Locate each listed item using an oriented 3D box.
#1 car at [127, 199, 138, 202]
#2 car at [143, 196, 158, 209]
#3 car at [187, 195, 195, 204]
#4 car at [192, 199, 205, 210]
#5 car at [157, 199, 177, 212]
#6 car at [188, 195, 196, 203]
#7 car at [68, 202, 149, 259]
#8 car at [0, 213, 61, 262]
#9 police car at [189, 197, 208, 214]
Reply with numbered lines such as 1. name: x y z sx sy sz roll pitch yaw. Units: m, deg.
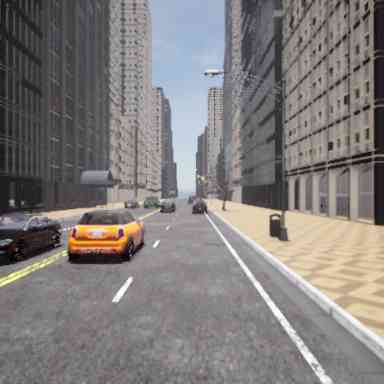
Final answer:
1. car: -9.806 1.971 54.387 2.128 1.511 4.902 0 -1 1
2. car: -6.558 1.698 54.010 2.150 2.045 5.566 0 -1 1
3. car: -0.023 2.094 76.707 1.837 1.490 4.892 0 -1 0
4. car: 0.960 1.906 51.454 1.801 1.575 5.366 0 -1 0
5. car: -3.164 1.881 45.450 2.128 1.511 4.902 0 -1 0
6. car: -0.027 1.953 94.435 2.150 2.045 5.566 0 -1 0
7. car: -3.153 1.456 13.183 2.097 1.767 4.553 0 -1 0
8. car: -6.601 1.591 12.580 2.128 1.511 4.902 0 0 0
9. police car: 0.963 1.776 41.374 1.930 1.638 5.238 0 -1 0
